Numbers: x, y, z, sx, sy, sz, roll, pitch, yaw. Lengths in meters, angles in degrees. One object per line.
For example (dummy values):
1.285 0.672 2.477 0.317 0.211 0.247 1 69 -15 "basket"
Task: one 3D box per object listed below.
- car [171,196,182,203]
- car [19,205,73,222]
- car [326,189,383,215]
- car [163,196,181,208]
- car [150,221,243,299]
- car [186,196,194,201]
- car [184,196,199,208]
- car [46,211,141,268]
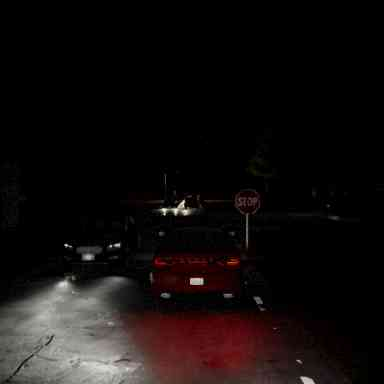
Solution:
-3.130 1.609 68.633 1.994 1.385 4.181 0 0 0 "car"
-12.943 1.784 28.908 4.718 1.301 1.895 -1 1 -11 "car"
14.629 0.813 28.880 5.566 2.045 2.150 -1 1 0 "car"
-3.026 1.365 47.535 2.097 1.767 4.553 0 0 -1 "car"
0.121 1.475 8.524 1.882 1.535 5.008 0 0 1 "car"
-0.513 1.650 87.729 1.994 1.385 4.181 0 0 0 "car"
-0.045 1.576 47.249 1.994 1.385 4.181 0 0 -1 "car"
-2.861 1.487 11.362 2.128 1.511 4.902 0 0 -2 "car"
